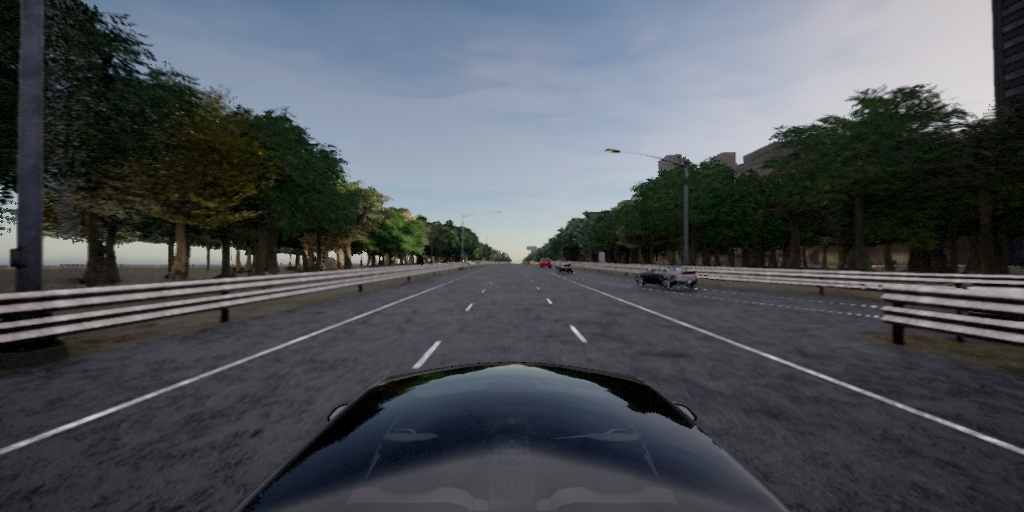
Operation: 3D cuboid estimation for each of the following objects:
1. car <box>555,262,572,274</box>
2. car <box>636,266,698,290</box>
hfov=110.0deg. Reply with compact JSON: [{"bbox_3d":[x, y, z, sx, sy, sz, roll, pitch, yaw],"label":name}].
[{"bbox_3d":[7.036,1.581,49.029,1.837,1.490,4.892,0,0,-1],"label":"car"},{"bbox_3d":[10.442,1.431,24.580,2.128,1.511,4.902,0,0,-14],"label":"car"}]
